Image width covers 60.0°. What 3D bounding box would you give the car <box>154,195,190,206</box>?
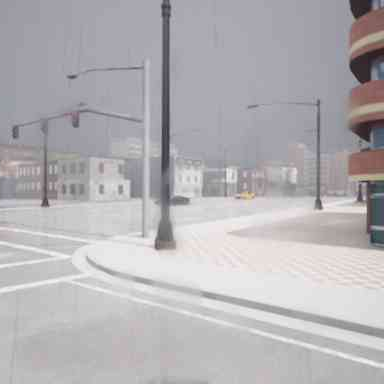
[{"bbox_3d":[-2.369,1.031,42.085,2.033,1.411,5.357,0,1,37],"label":"car"}]

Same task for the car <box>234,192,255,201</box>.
[{"bbox_3d":[9.084,0.657,57.242,1.882,1.535,5.008,0,1,37],"label":"car"}]
